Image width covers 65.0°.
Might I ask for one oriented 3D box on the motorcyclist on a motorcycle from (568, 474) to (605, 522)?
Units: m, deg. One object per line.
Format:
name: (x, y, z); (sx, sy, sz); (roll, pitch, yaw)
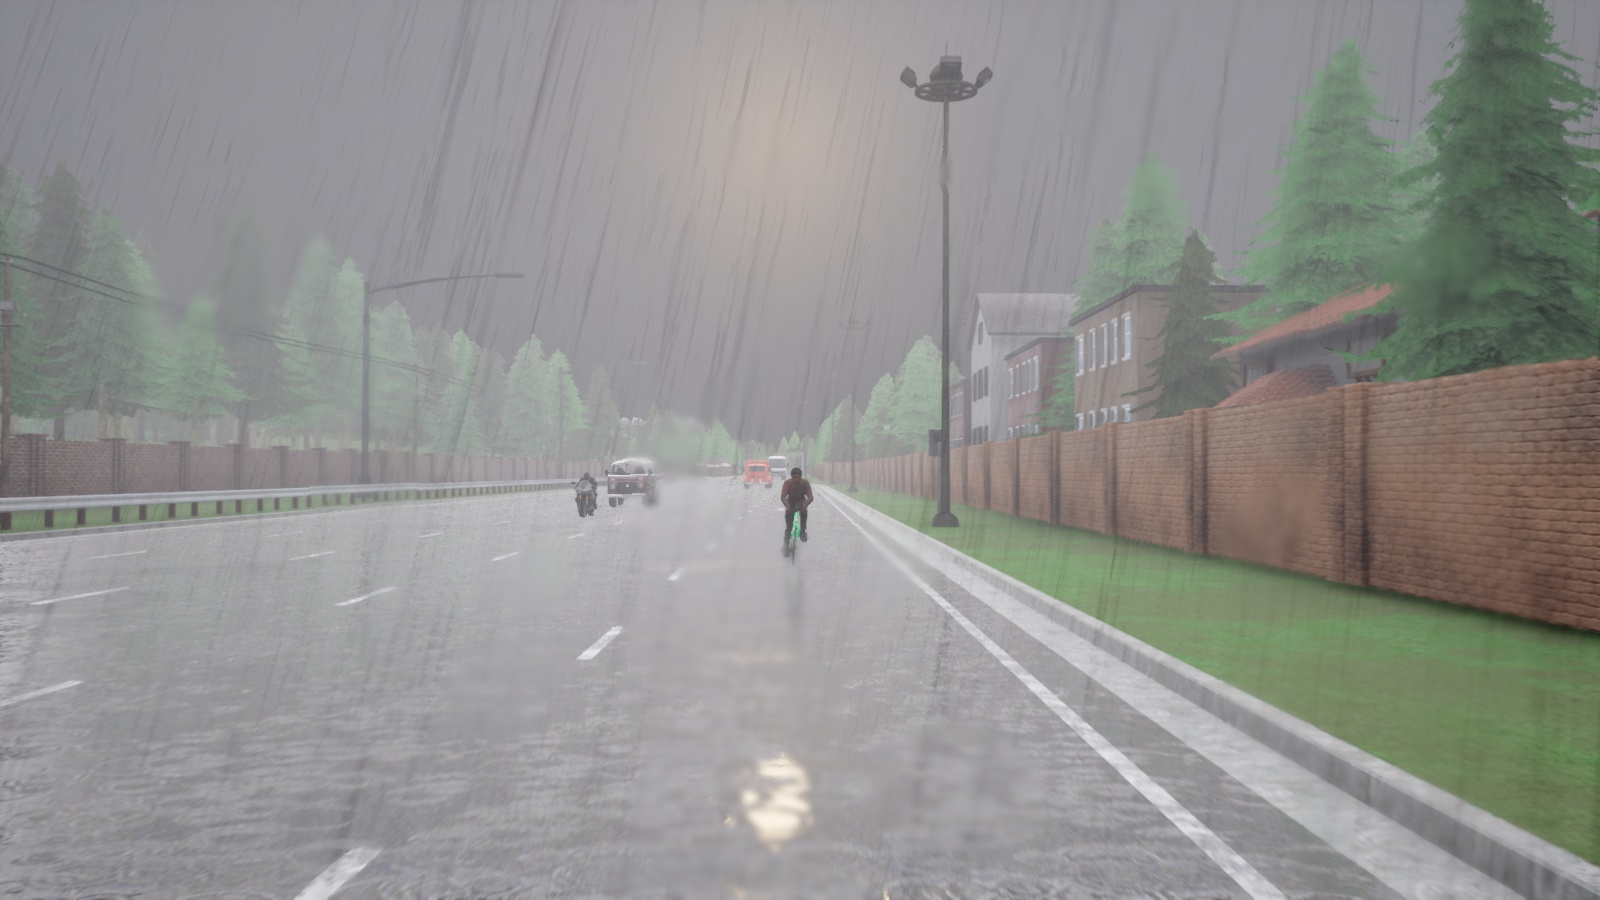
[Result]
motorcyclist on a motorcycle: (-7.103, 1.580, 41.934); (0.866, 1.530, 2.191); (0, -1, 0)

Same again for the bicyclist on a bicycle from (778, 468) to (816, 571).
bicyclist on a bicycle: (-0.051, 1.114, 20.682); (0.582, 1.620, 1.656); (0, -1, 0)

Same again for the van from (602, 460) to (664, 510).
van: (-7.133, 1.472, 54.064); (2.069, 2.038, 4.480); (0, -1, 0)
